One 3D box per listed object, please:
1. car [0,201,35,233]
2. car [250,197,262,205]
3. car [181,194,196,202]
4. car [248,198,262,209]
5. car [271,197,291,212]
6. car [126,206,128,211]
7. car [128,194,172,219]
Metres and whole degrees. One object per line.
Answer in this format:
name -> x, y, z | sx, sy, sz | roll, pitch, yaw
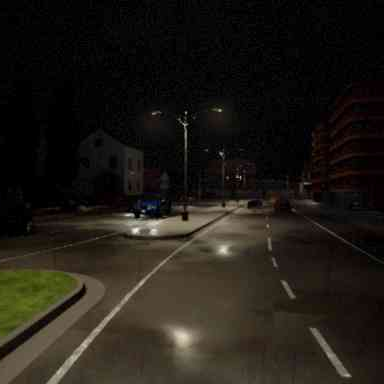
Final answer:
car -> -10.085, 1.283, 16.442 | 2.097, 1.767, 4.553 | 0, 0, 16
car -> 11.904, 1.718, 61.833 | 1.994, 1.385, 4.181 | 0, 0, 12
car -> -0.611, 1.119, 58.397 | 2.097, 1.767, 4.553 | 0, 0, 12
car -> 9.155, 1.607, 48.736 | 2.128, 1.511, 4.902 | 0, -1, 12
car -> 10.938, 1.604, 40.494 | 1.882, 1.535, 5.008 | 0, 0, 12
car -> -5.429, 1.534, 36.742 | 2.033, 1.411, 5.357 | 0, 0, 12
car -> -3.377, 1.219, 29.741 | 2.150, 2.045, 5.566 | 0, 0, 12
